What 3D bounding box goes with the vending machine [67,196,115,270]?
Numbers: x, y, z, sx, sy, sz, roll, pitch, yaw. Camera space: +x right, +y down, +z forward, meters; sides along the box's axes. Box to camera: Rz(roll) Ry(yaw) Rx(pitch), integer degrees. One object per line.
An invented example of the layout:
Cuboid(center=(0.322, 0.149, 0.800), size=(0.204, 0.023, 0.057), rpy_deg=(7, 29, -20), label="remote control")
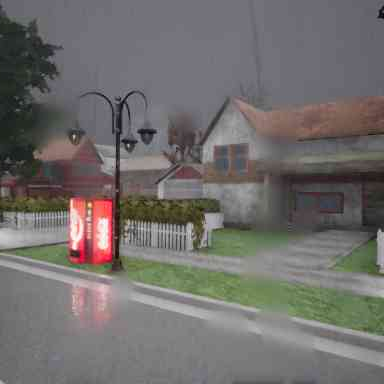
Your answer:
Cuboid(center=(-3.106, 1.194, 10.261), size=(0.880, 2.100, 1.100), rpy_deg=(0, 0, 36), label="vending machine")
